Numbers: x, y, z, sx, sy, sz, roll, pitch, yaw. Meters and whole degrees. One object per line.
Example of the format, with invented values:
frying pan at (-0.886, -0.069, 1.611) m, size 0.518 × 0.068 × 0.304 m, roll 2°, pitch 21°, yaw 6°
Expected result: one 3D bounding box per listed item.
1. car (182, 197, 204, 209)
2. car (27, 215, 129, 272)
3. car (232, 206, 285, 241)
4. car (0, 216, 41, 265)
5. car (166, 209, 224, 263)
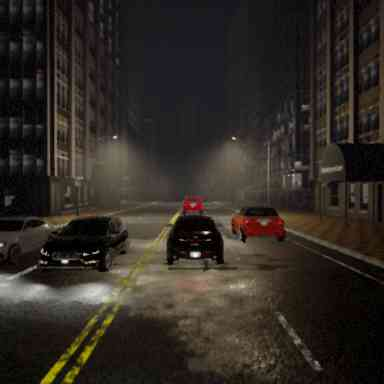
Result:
car at (0.091, 1.517, 36.829) m, size 2.150 × 2.045 × 5.566 m, roll 0°, pitch 0°, yaw 0°
car at (-3.351, 1.599, 11.196) m, size 1.837 × 1.490 × 4.892 m, roll 0°, pitch 0°, yaw 0°
car at (3.345, 1.497, 17.585) m, size 2.097 × 1.767 × 4.553 m, roll 0°, pitch -1°, yaw 0°
car at (-6.602, 1.629, 12.273) m, size 1.812 × 1.442 × 4.674 m, roll 0°, pitch 0°, yaw 0°
car at (0.095, 1.611, 12.348) m, size 1.837 × 1.490 × 4.892 m, roll 0°, pitch 0°, yaw 0°
